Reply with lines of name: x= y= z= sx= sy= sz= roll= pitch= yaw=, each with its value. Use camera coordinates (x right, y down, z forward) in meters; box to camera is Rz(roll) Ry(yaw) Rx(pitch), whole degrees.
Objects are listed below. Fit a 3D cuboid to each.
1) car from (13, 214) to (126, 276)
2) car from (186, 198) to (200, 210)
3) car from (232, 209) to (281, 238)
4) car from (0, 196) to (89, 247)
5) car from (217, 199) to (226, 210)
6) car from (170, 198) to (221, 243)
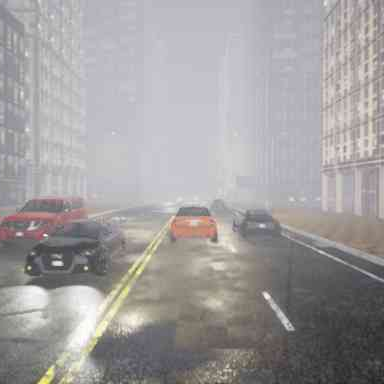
car: x=-3.330 y=1.580 z=10.238 sx=1.994 sy=1.385 sz=4.181 roll=0 pitch=0 yaw=0
car: x=0.105 y=1.577 z=44.374 sx=1.812 sy=1.442 sz=4.674 roll=0 pitch=0 yaw=0
car: x=3.351 y=1.591 z=17.859 sx=1.994 sy=1.385 sz=4.181 roll=0 pitch=0 yaw=0
car: x=-6.547 y=1.241 z=15.469 sx=2.150 sy=2.045 sz=5.566 roll=0 pitch=0 yaw=1
car: x=3.355 y=1.576 z=43.154 sx=1.812 sy=1.442 sz=4.674 roll=0 pitch=0 yaw=0
car: x=0.081 y=1.375 z=16.266 sx=2.097 sy=1.767 sz=4.553 roll=0 pitch=0 yaw=0
